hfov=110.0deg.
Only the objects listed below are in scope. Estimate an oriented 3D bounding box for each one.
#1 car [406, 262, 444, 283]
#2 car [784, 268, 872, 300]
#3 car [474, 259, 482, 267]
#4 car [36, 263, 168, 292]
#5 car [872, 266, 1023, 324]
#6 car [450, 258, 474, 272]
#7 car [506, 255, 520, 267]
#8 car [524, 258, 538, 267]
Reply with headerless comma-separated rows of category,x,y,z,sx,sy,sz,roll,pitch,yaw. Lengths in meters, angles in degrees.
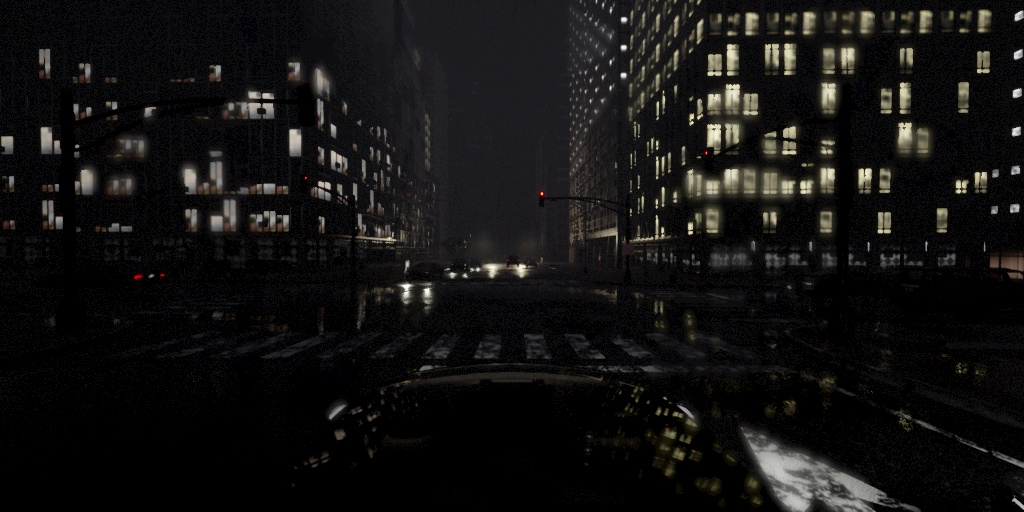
car,-6.791,1.214,28.429,1.882,1.535,5.008,0,0,4
car,16.626,1.369,18.225,4.902,1.511,2.128,0,1,1
car,-6.368,1.195,63.093,2.128,1.511,4.902,0,0,1
car,-21.579,1.083,19.021,5.357,1.411,2.033,1,1,1
car,16.221,1.281,12.455,5.009,1.841,2.192,0,0,1
car,-6.464,1.073,45.024,2.097,1.767,4.553,0,0,0
car,0.176,0.924,62.898,2.150,2.045,5.566,0,0,0
car,3.428,1.228,63.276,1.812,1.442,4.674,0,0,0
